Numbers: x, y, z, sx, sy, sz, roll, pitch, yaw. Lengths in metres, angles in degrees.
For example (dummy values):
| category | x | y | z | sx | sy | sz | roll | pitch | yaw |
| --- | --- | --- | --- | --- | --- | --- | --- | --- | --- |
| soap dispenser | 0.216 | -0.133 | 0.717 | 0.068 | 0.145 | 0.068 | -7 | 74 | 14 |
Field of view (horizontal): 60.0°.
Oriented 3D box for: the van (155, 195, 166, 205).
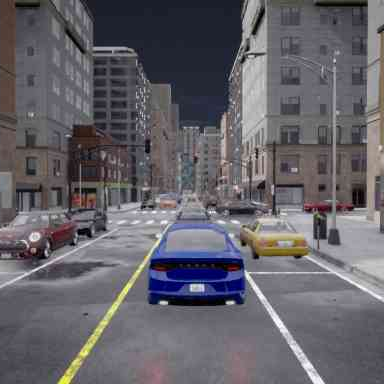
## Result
| category | x | y | z | sx | sy | sz | roll | pitch | yaw |
| --- | --- | --- | --- | --- | --- | --- | --- | --- | --- |
| van | -5.775 | 1.394 | 61.334 | 1.690 | 1.788 | 3.998 | -1 | 0 | 0 |

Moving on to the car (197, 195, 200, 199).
| category | x | y | z | sx | sy | sz | roll | pitch | yaw |
| --- | --- | --- | --- | --- | --- | --- | --- | --- | --- |
| car | 2.747 | 1.372 | 66.933 | 2.192 | 1.841 | 5.009 | -1 | 0 | 0 |

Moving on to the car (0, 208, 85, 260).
| category | x | y | z | sx | sy | sz | roll | pitch | yaw |
| --- | --- | --- | --- | --- | --- | --- | --- | --- | --- |
| car | -5.696 | 1.442 | 12.207 | 1.967 | 1.590 | 4.097 | -1 | 0 | 0 |

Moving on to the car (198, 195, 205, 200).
| category | x | y | z | sx | sy | sz | roll | pitch | yaw |
| --- | --- | --- | --- | --- | --- | --- | --- | --- | --- |
| car | 2.714 | 1.624 | 94.862 | 2.008 | 1.369 | 4.403 | -1 | 0 | 0 |

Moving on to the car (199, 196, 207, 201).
| category | x | y | z | sx | sy | sz | roll | pitch | yaw |
| --- | --- | --- | --- | --- | --- | --- | --- | --- | --- |
| car | 2.728 | 1.634 | 83.691 | 1.947 | 1.339 | 4.313 | -1 | 0 | 0 |

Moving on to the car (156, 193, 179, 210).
| category | x | y | z | sx | sy | sz | roll | pitch | yaw |
| --- | --- | --- | --- | --- | --- | --- | --- | --- | --- |
| car | -3.168 | 1.388 | 44.438 | 2.097 | 1.767 | 4.553 | 0 | 0 | 0 |

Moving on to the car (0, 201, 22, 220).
| category | x | y | z | sx | sy | sz | roll | pitch | yaw |
| --- | --- | --- | --- | --- | --- | --- | --- | --- | --- |
| car | -18.073 | 1.665 | 29.486 | 5.008 | 1.535 | 1.882 | -1 | 1 | -1 |

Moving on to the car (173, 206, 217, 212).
| category | x | y | z | sx | sy | sz | roll | pitch | yaw |
| --- | --- | --- | --- | --- | --- | --- | --- | --- | --- |
| car | 0.073 | 1.606 | 17.489 | 1.895 | 1.301 | 4.718 | 0 | 0 | 0 |

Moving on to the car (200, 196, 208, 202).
| category | x | y | z | sx | sy | sz | roll | pitch | yaw |
| --- | --- | --- | --- | --- | --- | --- | --- | --- | --- |
| car | 2.735 | 1.590 | 78.275 | 1.752 | 1.417 | 4.829 | -1 | 0 | 0 |

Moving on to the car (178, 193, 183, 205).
| category | x | y | z | sx | sy | sz | roll | pitch | yaw |
| --- | --- | --- | --- | --- | --- | --- | --- | --- | --- |
| car | -3.176 | 1.270 | 60.290 | 2.150 | 2.045 | 5.566 | 0 | 0 | 0 |

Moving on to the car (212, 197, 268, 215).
| category | x | y | z | sx | sy | sz | roll | pitch | yaw |
| --- | --- | --- | --- | --- | --- | --- | --- | --- | --- |
| car | 4.627 | 1.506 | 30.483 | 4.892 | 1.490 | 1.837 | 0 | 2 | 16 |

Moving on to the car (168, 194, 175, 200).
| category | x | y | z | sx | sy | sz | roll | pitch | yaw |
| --- | --- | --- | --- | --- | --- | --- | --- | --- | --- |
| car | -5.825 | 1.513 | 94.849 | 1.967 | 1.590 | 4.097 | -1 | 0 | 0 |

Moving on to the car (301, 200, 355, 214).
| category | x | y | z | sx | sy | sz | roll | pitch | yaw |
| --- | --- | --- | --- | --- | --- | --- | --- | --- | --- |
| car | 13.308 | 1.458 | 32.848 | 4.718 | 1.301 | 1.895 | -1 | 1 | -1 |

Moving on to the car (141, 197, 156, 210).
| category | x | y | z | sx | sy | sz | roll | pitch | yaw |
| --- | --- | --- | --- | --- | --- | --- | --- | --- | --- |
| car | -5.746 | 1.602 | 44.577 | 1.947 | 1.339 | 4.313 | -1 | 0 | 0 |

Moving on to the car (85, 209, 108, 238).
| category | x | y | z | sx | sy | sz | roll | pitch | yaw |
| --- | --- | --- | --- | --- | --- | --- | --- | --- | --- |
| car | -5.704 | 1.571 | 17.703 | 1.947 | 1.339 | 4.313 | -1 | 0 | 0 |

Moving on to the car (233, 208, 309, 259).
| category | x | y | z | sx | sy | sz | roll | pitch | yaw |
| --- | --- | --- | --- | --- | --- | --- | --- | --- | --- |
| car | 2.829 | 1.527 | 12.391 | 1.752 | 1.417 | 4.829 | -1 | 0 | 0 |

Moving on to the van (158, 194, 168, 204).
| category | x | y | z | sx | sy | sz | roll | pitch | yaw |
| --- | --- | --- | --- | --- | --- | --- | --- | --- | --- |
| van | -5.783 | 1.399 | 66.920 | 1.690 | 1.788 | 3.998 | -1 | 0 | 0 |

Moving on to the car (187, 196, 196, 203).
| category | x | y | z | sx | sy | sz | roll | pitch | yaw |
| --- | --- | --- | --- | --- | --- | --- | --- | --- | --- |
| car | -0.115 | 1.580 | 74.019 | 2.128 | 1.511 | 4.902 | 0 | 0 | 0 |

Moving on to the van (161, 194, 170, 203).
| category | x | y | z | sx | sy | sz | roll | pitch | yaw |
| --- | --- | --- | --- | --- | --- | --- | --- | --- | --- |
| van | -5.792 | 1.403 | 72.506 | 1.690 | 1.788 | 3.998 | -1 | 0 | 0 |

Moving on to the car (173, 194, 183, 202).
| category | x | y | z | sx | sy | sz | roll | pitch | yaw |
| --- | --- | --- | --- | --- | --- | --- | --- | --- | --- |
| car | -3.118 | 1.382 | 75.739 | 2.097 | 1.767 | 4.553 | 0 | 0 | 0 |

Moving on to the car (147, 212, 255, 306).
| category | x | y | z | sx | sy | sz | roll | pitch | yaw |
| --- | --- | --- | --- | --- | --- | --- | --- | --- | --- |
| car | 0.084 | 1.478 | 8.126 | 1.882 | 1.535 | 5.008 | 0 | 0 | 0 |

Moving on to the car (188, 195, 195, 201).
| category | x | y | z | sx | sy | sz | roll | pitch | yaw |
| --- | --- | --- | --- | --- | --- | --- | --- | --- | --- |
| car | -0.131 | 1.538 | 84.471 | 1.895 | 1.301 | 4.718 | 0 | 0 | 0 |

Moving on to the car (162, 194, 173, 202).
| category | x | y | z | sx | sy | sz | roll | pitch | yaw |
| --- | --- | --- | --- | --- | --- | --- | --- | --- | --- |
| car | -5.801 | 1.380 | 78.092 | 2.192 | 1.841 | 5.009 | -1 | 0 | 0 |

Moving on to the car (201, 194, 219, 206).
| category | x | y | z | sx | sy | sz | roll | pitch | yaw |
| --- | --- | --- | --- | --- | --- | --- | --- | --- | --- |
| car | 2.777 | 1.351 | 44.589 | 2.192 | 1.841 | 5.009 | -1 | 0 | 0 |
